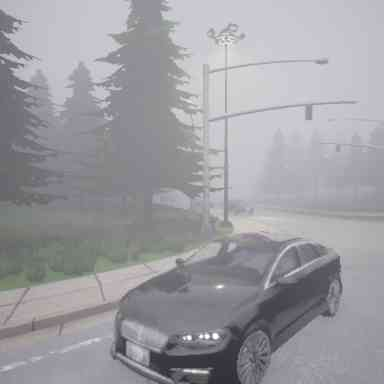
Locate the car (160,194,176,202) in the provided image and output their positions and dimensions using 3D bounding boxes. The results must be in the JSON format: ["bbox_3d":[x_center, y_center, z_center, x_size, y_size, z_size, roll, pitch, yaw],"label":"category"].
[{"bbox_3d":[-4.905,1.225,67.294,2.150,2.045,5.566,0,0,-17],"label":"car"}]

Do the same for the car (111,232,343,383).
[{"bbox_3d":[0.982,1.491,5.493,2.128,1.511,4.902,1,0,40],"label":"car"}]

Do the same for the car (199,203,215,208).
[{"bbox_3d":[1.634,1.600,45.411,1.895,1.301,4.718,0,0,-16],"label":"car"}]

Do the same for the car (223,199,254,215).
[{"bbox_3d":[4.709,1.491,34.302,2.128,1.511,4.902,0,0,-15],"label":"car"}]
